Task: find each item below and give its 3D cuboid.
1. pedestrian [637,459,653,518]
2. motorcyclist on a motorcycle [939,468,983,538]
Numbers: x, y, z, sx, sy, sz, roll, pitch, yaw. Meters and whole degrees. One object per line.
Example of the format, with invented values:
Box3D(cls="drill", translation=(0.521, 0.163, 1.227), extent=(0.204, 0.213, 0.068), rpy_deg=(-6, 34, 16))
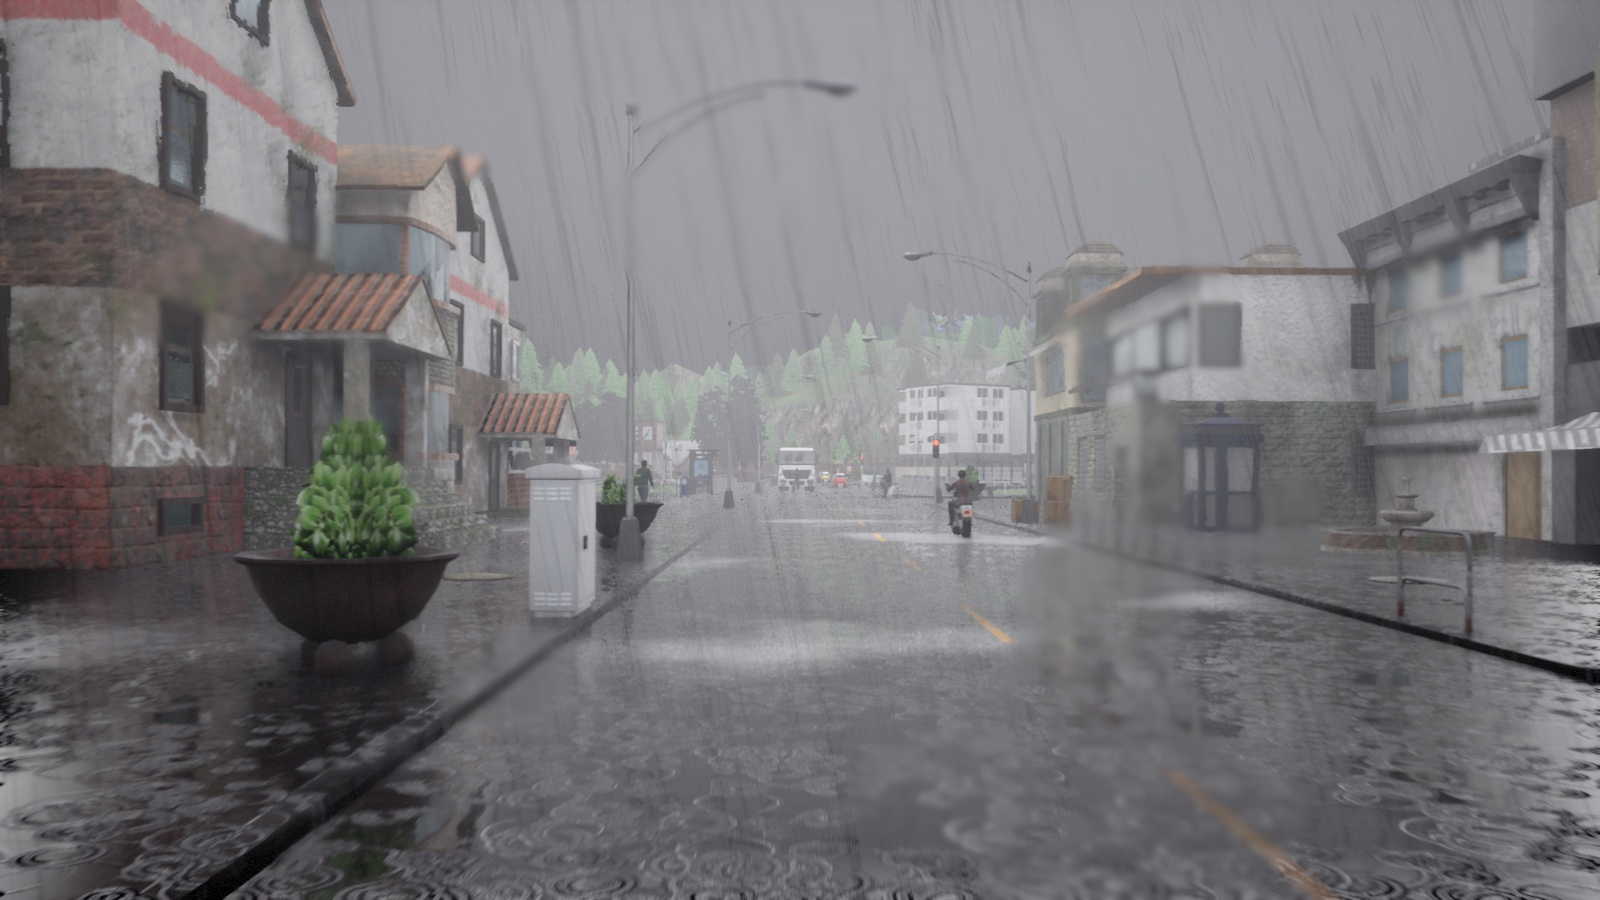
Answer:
Box3D(cls="pedestrian", translation=(-4.932, 1.212, 39.858), extent=(0.353, 1.847, 0.614), rpy_deg=(0, -1, 8))
Box3D(cls="motorcyclist on a motorcycle", translation=(3.924, 1.264, 30.741), extent=(0.766, 1.649, 2.350), rpy_deg=(0, -1, 0))
